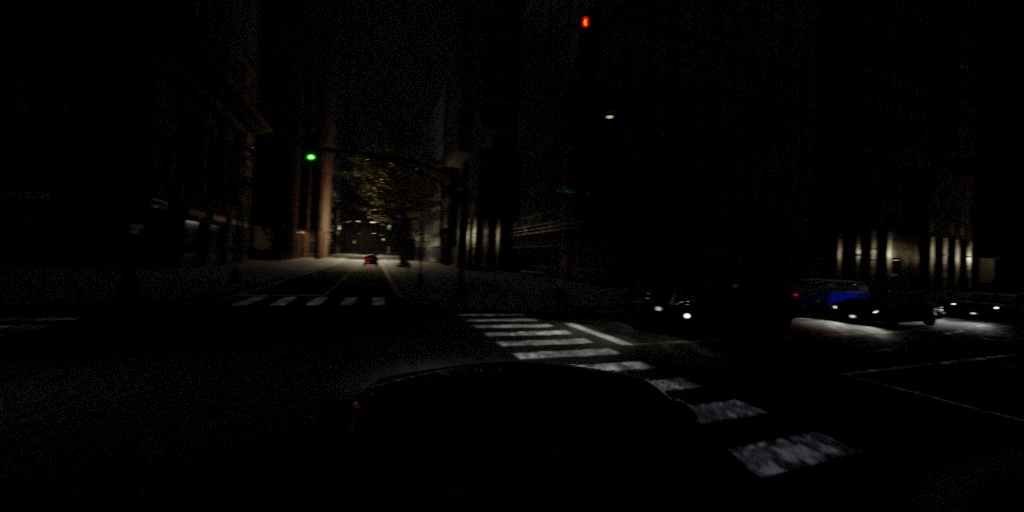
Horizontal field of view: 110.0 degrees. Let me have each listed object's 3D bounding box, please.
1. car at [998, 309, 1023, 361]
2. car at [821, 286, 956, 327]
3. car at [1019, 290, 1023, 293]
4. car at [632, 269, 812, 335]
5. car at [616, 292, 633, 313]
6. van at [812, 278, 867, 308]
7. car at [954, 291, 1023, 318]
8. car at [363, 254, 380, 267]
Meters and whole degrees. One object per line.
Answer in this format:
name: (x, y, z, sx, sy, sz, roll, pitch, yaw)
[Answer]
car: (14.575, 2.122, 8.924, 4.207, 1.307, 1.802, 0, 0, -21)
car: (16.851, 2.277, 16.042, 5.357, 1.411, 2.033, 3, -1, -21)
car: (42.560, 3.307, 28.572, 5.009, 1.841, 2.192, 0, 0, -21)
car: (7.262, 1.461, 12.427, 5.566, 2.045, 2.150, 3, -1, -21)
car: (6.397, 1.783, 14.954, 4.403, 1.370, 2.007, 0, 0, -21)
van: (16.728, 2.099, 18.845, 3.998, 1.789, 1.690, 0, 0, -21)
car: (26.312, 2.798, 19.598, 4.718, 1.301, 1.895, 3, -1, -20)
car: (-19.505, 0.644, 49.682, 1.837, 1.490, 4.892, 3, 0, -21)
